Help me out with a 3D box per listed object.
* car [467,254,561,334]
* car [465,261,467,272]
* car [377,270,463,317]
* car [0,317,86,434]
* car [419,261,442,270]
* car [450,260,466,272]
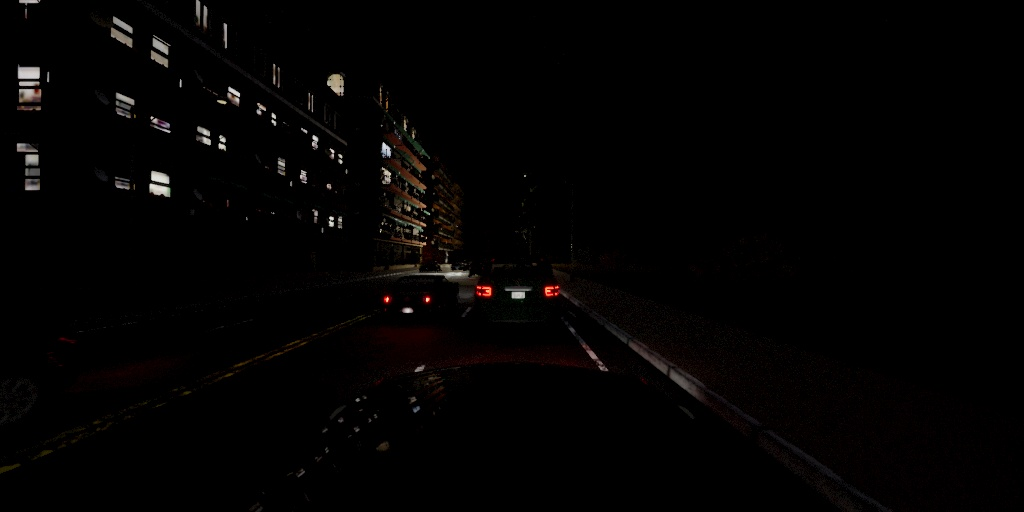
[{"bbox_3d":[0.104,0.973,10.742,2.150,2.045,5.566,0,0,-1],"label":"car"},{"bbox_3d":[-3.141,1.260,35.483,1.837,1.490,4.892,0,0,0],"label":"car"},{"bbox_3d":[-3.151,1.352,13.090,1.895,1.301,4.718,0,0,0],"label":"car"},{"bbox_3d":[-6.603,1.255,2.667,1.837,1.490,4.892,0,0,0],"label":"car"},{"bbox_3d":[-9.837,1.318,43.449,1.994,1.385,4.181,0,0,0],"label":"car"},{"bbox_3d":[-6.586,1.245,45.513,2.128,1.511,4.902,0,0,0],"label":"car"}]
